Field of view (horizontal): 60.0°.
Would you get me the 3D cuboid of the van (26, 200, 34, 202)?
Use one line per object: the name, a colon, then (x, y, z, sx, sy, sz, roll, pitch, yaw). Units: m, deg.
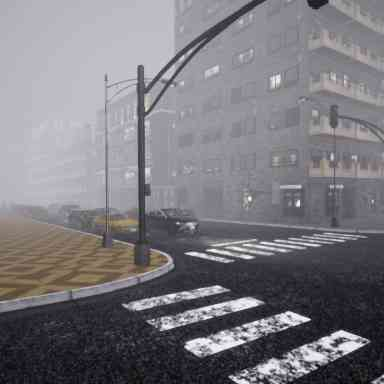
van: (-41.616, 2.830, 85.121, 1.690, 1.788, 3.998, -2, 0, -36)

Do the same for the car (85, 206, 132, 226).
car: (-7.284, 1.994, 28.610, 2.033, 1.411, 5.357, -1, -1, -37)

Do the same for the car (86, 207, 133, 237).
car: (-4.760, 1.865, 20.780, 1.752, 1.417, 4.829, -2, 0, -36)

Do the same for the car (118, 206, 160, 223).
car: (-5.063, 2.030, 30.997, 1.895, 1.301, 4.718, -1, -1, -36)

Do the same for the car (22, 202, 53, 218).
car: (-18.245, 2.261, 39.145, 1.887, 1.381, 4.507, -2, 0, -36)

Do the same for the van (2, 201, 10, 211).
van: (-31.636, 2.432, 57.374, 1.690, 1.788, 3.998, -2, 0, -36)

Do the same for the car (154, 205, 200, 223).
car: (-1.452, 1.915, 30.434, 2.008, 1.369, 4.403, -2, 0, -36)

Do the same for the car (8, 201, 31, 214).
car: (-24.937, 2.448, 48.259, 1.887, 1.381, 4.507, -2, 0, -36)

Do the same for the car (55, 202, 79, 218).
car: (-13.238, 2.118, 36.741, 1.837, 1.490, 4.892, -1, -1, -36)

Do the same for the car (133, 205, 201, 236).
car: (-1.429, 1.775, 20.636, 2.128, 1.511, 4.902, -1, -1, -36)

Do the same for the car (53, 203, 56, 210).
car: (-22.652, 2.485, 54.950, 1.994, 1.385, 4.181, -1, -1, -36)

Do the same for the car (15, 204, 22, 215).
car: (-21.590, 2.392, 43.702, 1.802, 1.307, 4.206, -2, 0, -36)

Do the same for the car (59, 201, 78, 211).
car: (-21.534, 2.366, 57.777, 1.967, 1.590, 4.097, -2, 0, -36)

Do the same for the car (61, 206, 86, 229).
car: (-8.205, 2.002, 25.473, 1.947, 1.339, 4.313, -2, 0, -36)
